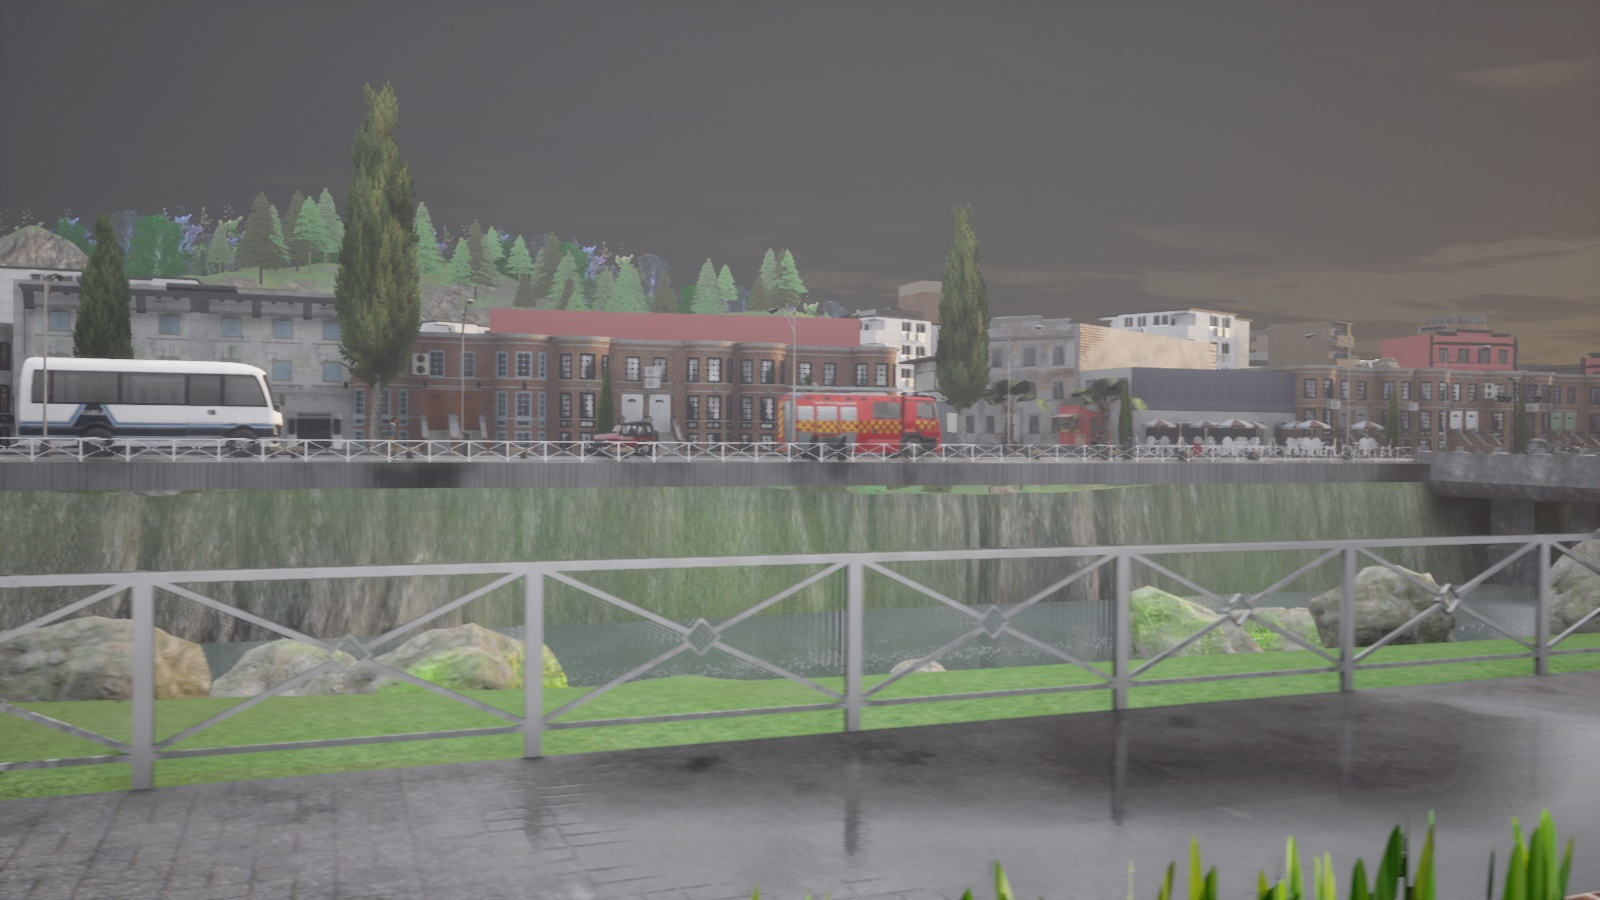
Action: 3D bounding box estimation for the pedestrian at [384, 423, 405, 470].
[{"bbox_3d":[-16.785,-0.156,51.955,0.788,1.949,0.423,-1,1,-16],"label":"pedestrian"}]

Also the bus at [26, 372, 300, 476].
[{"bbox_3d":[-27.494,-1.176,54.988,10.273,4.253,3.944,-1,1,-21],"label":"bus"}]

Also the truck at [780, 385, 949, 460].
[{"bbox_3d":[3.449,-1.490,66.748,8.468,3.827,2.891,-1,1,-21],"label":"truck"}]

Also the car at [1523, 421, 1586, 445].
[{"bbox_3d":[50.952,-1.154,84.813,3.705,1.549,1.789,-1,1,-21],"label":"car"}]

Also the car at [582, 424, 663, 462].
[{"bbox_3d":[-9.373,-0.381,66.165,3.866,1.878,1.905,-1,1,-21],"label":"car"}]
